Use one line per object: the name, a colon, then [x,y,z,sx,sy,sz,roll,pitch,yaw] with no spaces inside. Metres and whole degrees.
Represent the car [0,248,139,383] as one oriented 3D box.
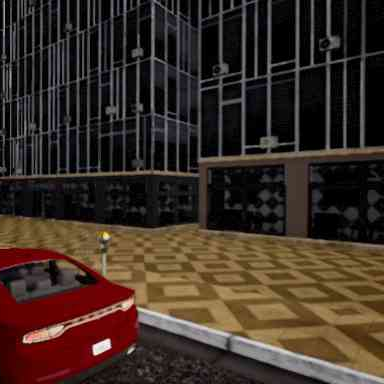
car: [-2.781,1.506,4.861,4.507,1.381,1.887,1,0,35]
